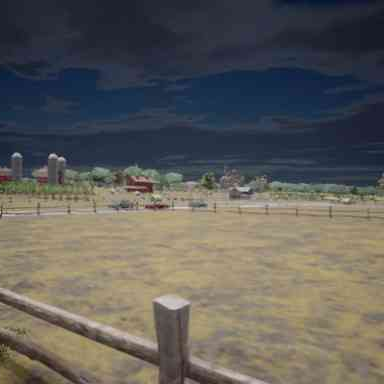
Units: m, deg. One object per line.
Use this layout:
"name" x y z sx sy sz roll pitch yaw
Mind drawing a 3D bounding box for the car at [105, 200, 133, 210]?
"car" -11.500 1.990 52.624 1.837 1.490 4.892 2 0 36

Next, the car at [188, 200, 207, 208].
"car" 1.082 2.382 65.294 2.128 1.511 4.902 2 0 36

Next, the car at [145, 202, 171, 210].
"car" -5.582 2.284 55.964 1.895 1.301 4.718 2 0 36
